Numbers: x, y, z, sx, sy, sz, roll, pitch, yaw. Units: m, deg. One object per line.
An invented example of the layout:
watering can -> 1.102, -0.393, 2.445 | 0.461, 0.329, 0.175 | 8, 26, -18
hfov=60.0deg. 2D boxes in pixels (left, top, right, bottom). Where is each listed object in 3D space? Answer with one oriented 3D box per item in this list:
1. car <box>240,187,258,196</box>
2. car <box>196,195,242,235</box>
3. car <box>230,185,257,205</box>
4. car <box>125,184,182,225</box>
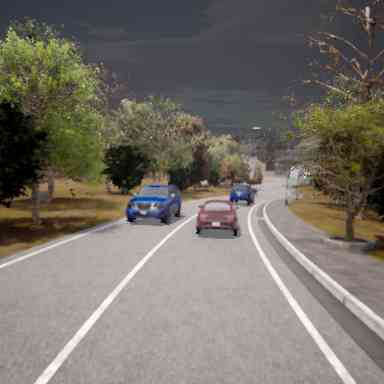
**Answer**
car -> 10.339, -0.155, 59.730 | 2.128, 1.511, 4.902 | 3, 2, 23
car -> 1.268, 1.086, 15.880 | 1.812, 1.442, 4.674 | 1, 2, 7
car -> 5.491, 0.250, 36.010 | 2.150, 2.045, 5.566 | 2, 2, 16
car -> -1.997, 0.601, 19.239 | 2.150, 2.045, 5.566 | 2, 2, 9
